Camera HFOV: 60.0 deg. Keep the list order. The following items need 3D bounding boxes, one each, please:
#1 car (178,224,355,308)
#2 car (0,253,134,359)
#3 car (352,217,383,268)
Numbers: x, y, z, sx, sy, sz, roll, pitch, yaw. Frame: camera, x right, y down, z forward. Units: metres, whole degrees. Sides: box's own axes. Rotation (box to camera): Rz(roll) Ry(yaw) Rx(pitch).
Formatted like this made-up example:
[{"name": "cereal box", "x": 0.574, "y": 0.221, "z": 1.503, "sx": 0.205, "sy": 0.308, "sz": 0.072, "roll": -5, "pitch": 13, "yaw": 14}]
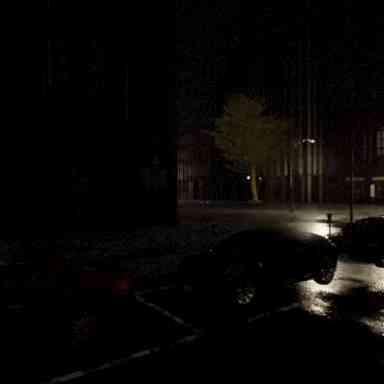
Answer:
[{"name": "car", "x": 1.705, "y": 1.553, "z": 7.886, "sx": 4.313, "sy": 1.339, "sz": 1.947, "roll": 0, "pitch": 0, "yaw": -36}, {"name": "car", "x": -2.874, "y": 1.581, "z": 4.600, "sx": 4.206, "sy": 1.307, "sz": 1.802, "roll": 0, "pitch": 0, "yaw": -36}, {"name": "car", "x": 6.284, "y": 1.541, "z": 11.173, "sx": 4.313, "sy": 1.339, "sz": 1.947, "roll": 0, "pitch": 0, "yaw": -36}]
